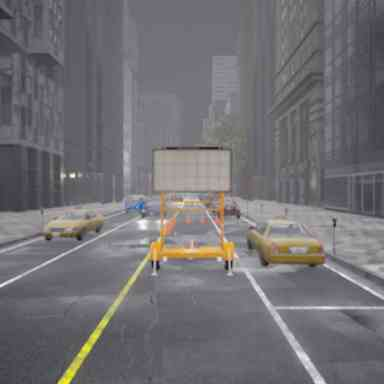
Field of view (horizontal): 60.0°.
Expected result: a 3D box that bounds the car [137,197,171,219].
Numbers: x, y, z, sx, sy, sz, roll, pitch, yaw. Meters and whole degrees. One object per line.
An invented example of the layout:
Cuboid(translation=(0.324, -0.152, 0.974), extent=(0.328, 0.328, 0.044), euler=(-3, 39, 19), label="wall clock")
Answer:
Cuboid(translation=(-3.083, 1.397, 27.802), extent=(1.812, 1.442, 4.674), euler=(0, 0, 0), label="car")

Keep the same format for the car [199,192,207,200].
Cuboid(translation=(2.914, 1.051, 89.849), extent=(2.192, 1.841, 5.009), euler=(0, 0, 0), label="car")

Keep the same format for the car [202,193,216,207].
Cuboid(translation=(2.886, 1.132, 44.733), extent=(2.192, 1.841, 5.009), euler=(0, 0, 0), label="car")

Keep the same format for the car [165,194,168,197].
Cuboid(translation=(-5.632, 1.334, 56.031), extent=(1.887, 1.381, 4.507), euler=(0, 0, 0), label="car")

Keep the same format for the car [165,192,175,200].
Cuboid(translation=(-5.615, 1.053, 84.224), extent=(2.192, 1.841, 5.009), euler=(0, 0, 0), label="car")

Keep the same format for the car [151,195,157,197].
Cuboid(translation=(-5.642, 1.398, 39.114), extent=(1.947, 1.339, 4.313), euler=(0, 0, 0), label="car")

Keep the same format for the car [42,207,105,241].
Cuboid(translation=(-5.657, 1.449, 16.351), extent=(1.752, 1.417, 4.829), euler=(0, 1, 1), label="car")

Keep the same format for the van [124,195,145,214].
Cuboid(translation=(-5.645, 1.192, 33.475), extent=(1.690, 1.788, 3.998), euler=(0, 0, 0), label="van")

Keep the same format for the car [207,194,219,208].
Cuboid(translation=(2.880, 1.291, 33.454), extent=(1.967, 1.590, 4.097), euler=(0, 0, 0), label="car")

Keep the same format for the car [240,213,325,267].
Cuboid(translation=(2.872, 1.473, 11.100), extent=(1.752, 1.417, 4.829), euler=(0, 1, 1), label="car")

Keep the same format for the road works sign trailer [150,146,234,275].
Cuboid(translation=(0.005, 0.417, 10.207), extent=(2.380, 3.560, 2.880), euler=(0, 0, 0), label="road works sign trailer")

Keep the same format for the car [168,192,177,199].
Cuboid(translation=(-5.607, 1.055, 95.477), extent=(2.192, 1.841, 5.009), euler=(0, 0, 0), label="car")

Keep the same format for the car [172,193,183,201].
Cuboid(translation=(-2.956, 1.112, 69.176), extent=(2.097, 1.767, 4.553), euler=(0, 0, 0), label="car")

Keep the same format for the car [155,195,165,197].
Cuboid(translation=(-5.636, 1.243, 50.392), extent=(1.967, 1.590, 4.097), euler=(0, 0, 0), label="car")

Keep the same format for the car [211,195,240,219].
Cuboid(translation=(2.876, 1.312, 27.816), extent=(1.967, 1.590, 4.097), euler=(0, 0, 0), label="car")

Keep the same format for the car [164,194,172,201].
Cuboid(translation=(-5.618, 1.267, 78.417), extent=(1.752, 1.417, 4.829), euler=(0, 0, 0), label="car")

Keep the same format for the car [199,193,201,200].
Cuboid(translation=(2.897, 1.216, 61.652), extent=(1.967, 1.590, 4.097), euler=(0, 0, 0), label="car")

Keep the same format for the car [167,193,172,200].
Cuboid(translation=(-5.624, 1.345, 67.310), extent=(1.802, 1.307, 4.206), euler=(0, 0, 0), label="car")
